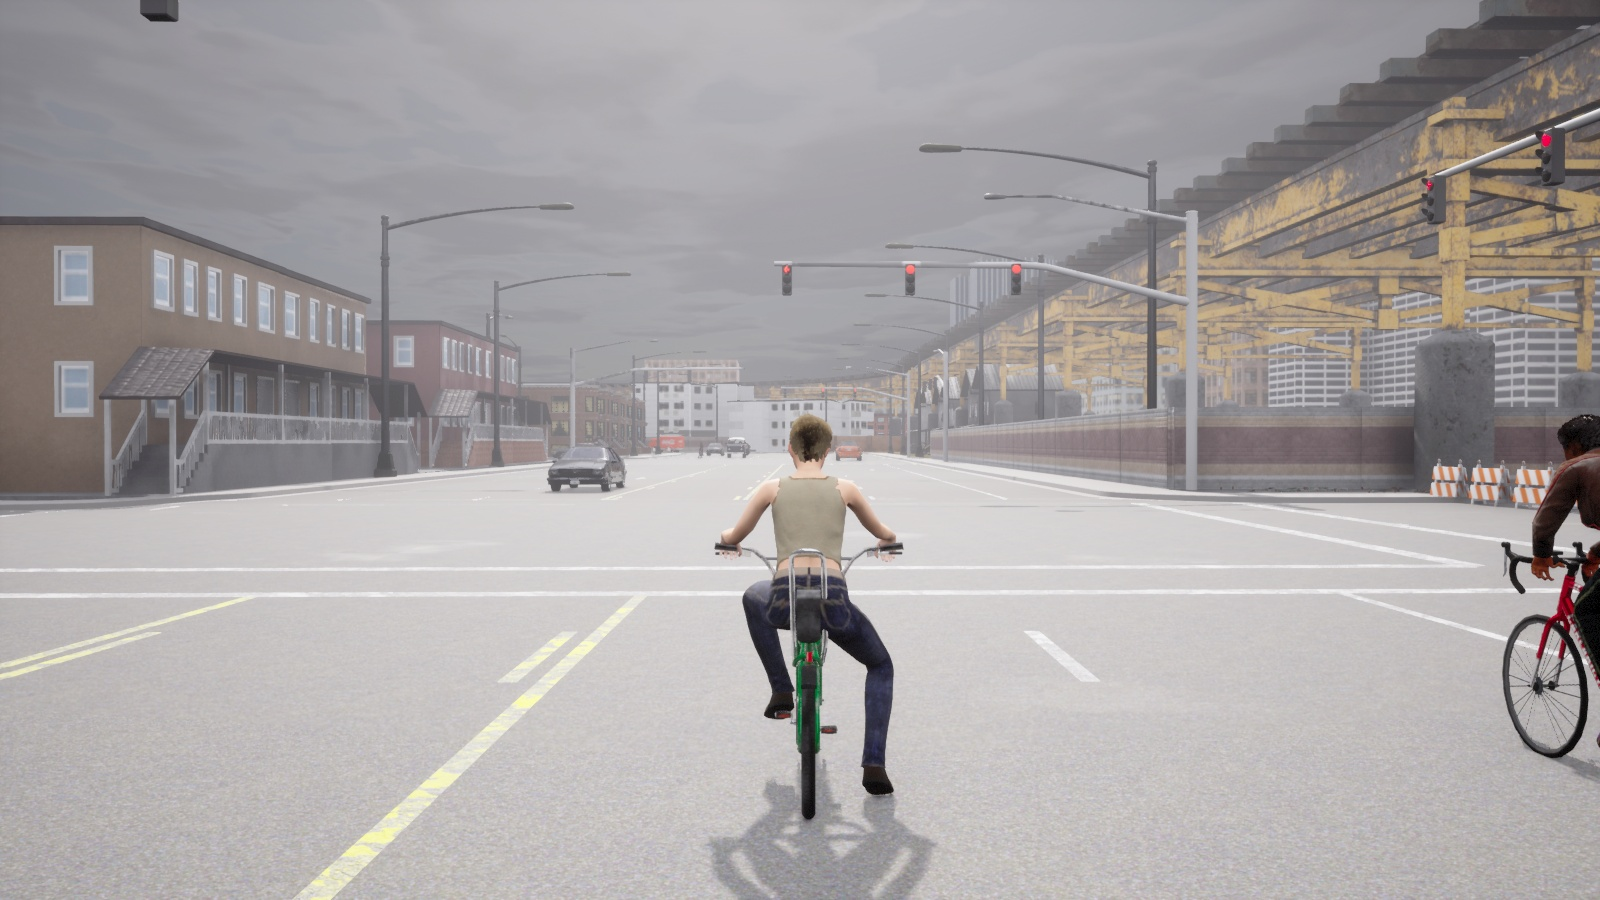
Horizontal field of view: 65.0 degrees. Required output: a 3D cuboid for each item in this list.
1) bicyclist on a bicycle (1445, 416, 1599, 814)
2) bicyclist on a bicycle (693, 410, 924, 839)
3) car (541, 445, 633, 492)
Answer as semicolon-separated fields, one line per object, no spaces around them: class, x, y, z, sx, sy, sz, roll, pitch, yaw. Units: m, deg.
bicyclist on a bicycle;3.545;0.671;5.511;0.582;1.620;1.656;0;0;0
bicyclist on a bicycle;0.038;0.652;5.474;0.866;1.612;1.509;0;0;0
car;-6.773;0.560;40.534;2.033;1.411;5.357;0;0;0
